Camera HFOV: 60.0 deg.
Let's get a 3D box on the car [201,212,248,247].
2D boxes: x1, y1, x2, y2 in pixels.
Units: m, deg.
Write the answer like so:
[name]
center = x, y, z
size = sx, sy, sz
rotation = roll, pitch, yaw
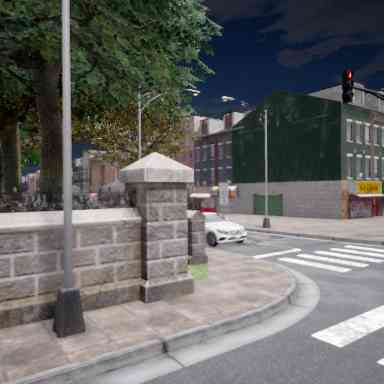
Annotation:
[car]
center = 0.662, 1.726, 16.483
size = 1.812, 1.442, 4.674
rotation = -1, 0, -36
